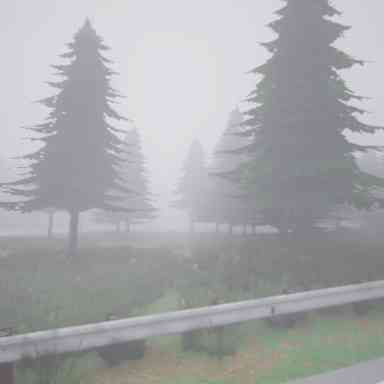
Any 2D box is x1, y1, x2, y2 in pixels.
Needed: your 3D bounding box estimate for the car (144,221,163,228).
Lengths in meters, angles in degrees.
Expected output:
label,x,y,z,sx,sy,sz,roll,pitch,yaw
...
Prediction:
label,x,y,z,sx,sy,sz,roll,pitch,yaw
car,-7.219,6.372,63.436,2.097,1.767,4.553,2,-4,24
